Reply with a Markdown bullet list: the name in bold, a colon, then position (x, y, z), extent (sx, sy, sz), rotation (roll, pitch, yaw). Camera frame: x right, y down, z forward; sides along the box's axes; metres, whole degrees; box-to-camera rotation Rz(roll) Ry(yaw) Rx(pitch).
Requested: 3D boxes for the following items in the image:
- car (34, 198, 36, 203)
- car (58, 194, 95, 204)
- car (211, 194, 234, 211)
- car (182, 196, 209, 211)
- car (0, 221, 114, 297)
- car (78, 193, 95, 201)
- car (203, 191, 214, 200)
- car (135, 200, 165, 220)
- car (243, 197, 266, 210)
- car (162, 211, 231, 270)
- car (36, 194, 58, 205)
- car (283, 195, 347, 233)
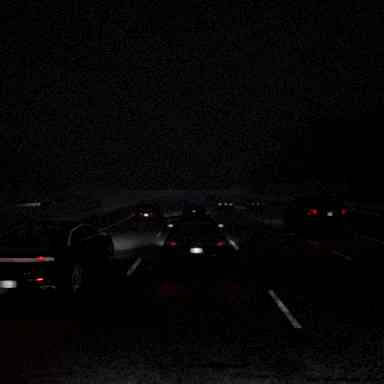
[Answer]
- **car**: position (-24.400, 1.055, 55.384), extent (1.837, 1.490, 4.892), rotation (0, 1, 1)
- **car**: position (-13.987, 1.228, 40.564), extent (2.128, 1.511, 4.902), rotation (0, 1, 0)
- **car**: position (3.596, 1.320, 37.703), extent (2.033, 1.411, 5.357), rotation (0, 1, 0)
- **car**: position (0.172, 1.344, 28.669), extent (1.882, 1.535, 5.008), rotation (0, 1, 0)
- **car**: position (-3.379, 1.482, 8.556), extent (2.128, 1.511, 4.902), rotation (0, 0, 0)
- **car**: position (-20.832, 0.992, 65.677), extent (1.895, 1.301, 4.718), rotation (0, 1, 0)
- **car**: position (3.668, 0.890, 65.413), extent (1.882, 1.535, 5.008), rotation (0, 1, 0)
- **car**: position (-3.334, 1.390, 26.630), extent (1.837, 1.490, 4.892), rotation (0, 1, 0)
- **car**: position (7.182, 1.312, 38.517), extent (2.033, 1.411, 5.357), rotation (0, 1, 0)
- **car**: position (0.127, 1.548, 11.016), extent (1.994, 1.385, 4.181), rotation (0, 0, 0)
- **car**: position (-17.478, 1.192, 42.389), extent (1.882, 1.535, 5.008), rotation (0, 1, 0)
- **car**: position (6.975, 1.169, 19.338), extent (2.150, 2.045, 5.566), rotation (0, 1, 1)
